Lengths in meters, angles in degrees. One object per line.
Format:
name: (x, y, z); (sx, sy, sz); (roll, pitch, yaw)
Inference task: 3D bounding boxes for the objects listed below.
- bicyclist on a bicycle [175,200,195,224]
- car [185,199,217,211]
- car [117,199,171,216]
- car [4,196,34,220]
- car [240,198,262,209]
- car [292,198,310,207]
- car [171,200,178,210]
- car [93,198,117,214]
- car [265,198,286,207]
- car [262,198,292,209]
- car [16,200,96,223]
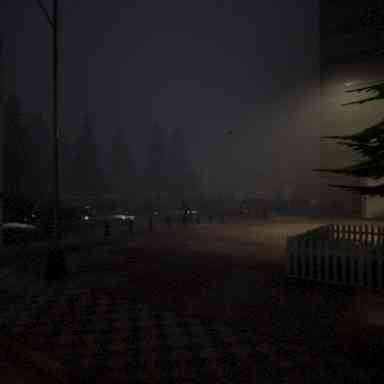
bicyclist on a bicycle: (-0.478, 1.357, 22.317); (1.656, 1.620, 0.582); (0, 0, 36)
car: (1.245, 1.648, 43.608); (2.033, 1.411, 5.357); (0, 0, 36)
car: (-4.929, 1.648, 34.983); (2.033, 1.411, 5.357); (0, 0, 35)
car: (-15.267, 1.337, 26.528); (2.150, 2.045, 5.566); (0, 0, 36)
car: (8.651, 1.590, 47.654); (1.837, 1.490, 4.892); (0, 0, 36)
car: (17.400, 1.619, 53.886); (2.033, 1.411, 5.357); (0, 0, 36)
car: (-3.711, 1.641, 42.708); (1.812, 1.442, 4.674); (0, 0, 36)
car: (-9.661, 1.467, 34.378); (2.097, 1.767, 4.553); (0, 0, 36)
car: (13.828, 1.650, 54.904); (1.994, 1.385, 4.181); (0, 0, 36)
car: (11.844, 1.597, 46.116); (1.812, 1.442, 4.674); (0, 0, 36)
car: (-10.779, 1.648, 26.790); (2.033, 1.411, 5.357); (0, 0, 36)
